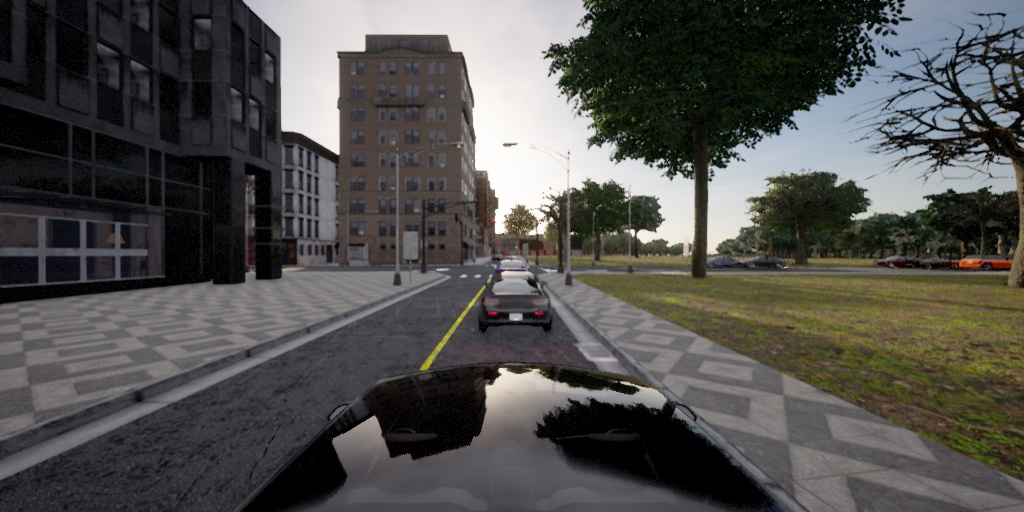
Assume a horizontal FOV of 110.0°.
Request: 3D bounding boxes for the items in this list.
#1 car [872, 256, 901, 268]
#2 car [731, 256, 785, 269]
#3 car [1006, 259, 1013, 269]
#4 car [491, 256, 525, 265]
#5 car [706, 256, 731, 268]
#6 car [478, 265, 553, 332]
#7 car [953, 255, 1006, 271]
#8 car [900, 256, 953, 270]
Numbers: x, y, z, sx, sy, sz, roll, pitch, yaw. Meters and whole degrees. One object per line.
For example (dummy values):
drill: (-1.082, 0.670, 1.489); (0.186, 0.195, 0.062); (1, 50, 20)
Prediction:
car: (47.178, 0.732, 43.968); (5.008, 1.535, 1.882); (0, 0, 0)
car: (28.202, 0.737, 40.704); (4.892, 1.490, 1.837); (0, 0, 0)
car: (50.806, 0.869, 34.144); (4.181, 1.385, 1.994); (0, 0, 0)
car: (-0.024, 0.959, 20.031); (1.882, 1.535, 5.008); (0, 1, 0)
car: (25.388, 0.762, 43.945); (5.357, 1.411, 2.033); (0, 0, 0)
car: (0.072, 1.147, 10.260); (1.812, 1.442, 4.674); (0, 1, 0)
car: (49.884, 0.641, 37.391); (4.553, 1.767, 2.097); (0, 0, 0)
car: (47.770, 0.900, 40.716); (4.718, 1.301, 1.895); (0, 0, 0)
